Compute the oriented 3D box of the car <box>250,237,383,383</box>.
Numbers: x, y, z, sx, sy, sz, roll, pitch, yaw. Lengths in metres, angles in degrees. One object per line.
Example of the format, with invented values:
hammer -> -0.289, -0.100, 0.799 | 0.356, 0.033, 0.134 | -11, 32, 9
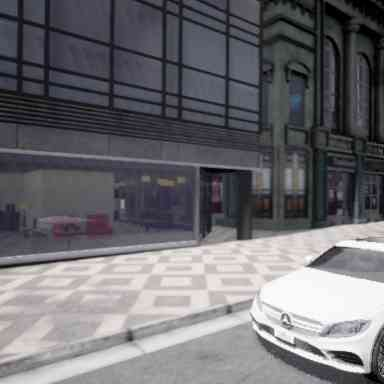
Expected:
car -> 3.060, 1.544, 5.538 | 4.674, 1.442, 1.812 | 0, 0, -35
